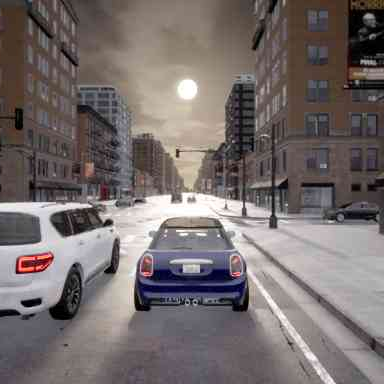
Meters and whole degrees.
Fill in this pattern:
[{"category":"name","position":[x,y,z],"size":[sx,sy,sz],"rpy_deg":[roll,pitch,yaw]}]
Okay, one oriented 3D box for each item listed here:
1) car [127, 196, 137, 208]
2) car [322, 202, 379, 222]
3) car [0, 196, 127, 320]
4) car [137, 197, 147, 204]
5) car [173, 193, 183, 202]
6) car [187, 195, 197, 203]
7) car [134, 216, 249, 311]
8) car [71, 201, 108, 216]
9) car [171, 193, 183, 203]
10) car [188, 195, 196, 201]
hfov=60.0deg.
[{"category":"car","position":[-9.907,1.348,49.232],"size":[2.097,1.767,4.553],"rpy_deg":[0,0,0]},{"category":"car","position":[12.691,1.545,25.943],"size":[4.892,1.490,1.837],"rpy_deg":[0,0,2]},{"category":"car","position":[-3.157,1.223,7.450],"size":[2.150,2.045,5.566],"rpy_deg":[0,0,0]},{"category":"car","position":[-9.877,1.593,63.292],"size":[1.895,1.301,4.718],"rpy_deg":[0,0,0]},{"category":"car","position":[-3.346,1.212,80.425],"size":[2.150,2.045,5.566],"rpy_deg":[0,0,0]},{"category":"car","position":[-0.083,1.482,69.291],"size":[2.128,1.511,4.902],"rpy_deg":[0,0,0]},{"category":"car","position":[-0.002,1.352,7.907],"size":[2.097,1.767,4.553],"rpy_deg":[0,0,0]},{"category":"car","position":[-10.178,1.601,33.522],"size":[1.895,1.301,4.718],"rpy_deg":[0,0,5]},{"category":"car","position":[-3.247,1.211,70.035],"size":[2.150,2.045,5.566],"rpy_deg":[0,0,0]},{"category":"car","position":[-0.096,1.453,79.740],"size":[1.895,1.301,4.718],"rpy_deg":[0,0,0]}]
